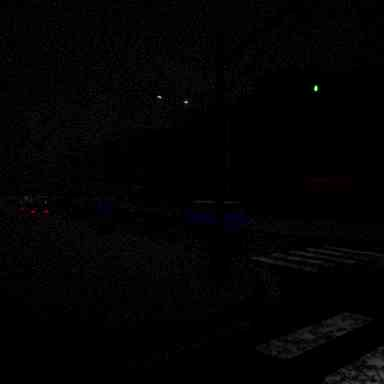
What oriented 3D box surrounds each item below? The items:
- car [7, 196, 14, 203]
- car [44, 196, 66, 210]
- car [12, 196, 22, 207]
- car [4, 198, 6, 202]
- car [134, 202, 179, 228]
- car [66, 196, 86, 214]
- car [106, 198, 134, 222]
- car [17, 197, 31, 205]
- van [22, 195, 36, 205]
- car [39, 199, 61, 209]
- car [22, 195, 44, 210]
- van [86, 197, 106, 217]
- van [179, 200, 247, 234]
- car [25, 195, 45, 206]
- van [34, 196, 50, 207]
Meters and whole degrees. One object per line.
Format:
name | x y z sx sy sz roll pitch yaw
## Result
car | -40.478 1.698 76.264 1.967 1.590 4.097 0 0 -36
car | -18.026 1.449 45.201 2.192 1.841 5.009 0 0 -36
car | -27.104 1.772 53.425 1.895 1.301 4.718 0 0 -36
car | -43.785 1.802 80.839 1.752 1.417 4.829 0 0 -36
car | -1.988 1.488 23.013 1.967 1.590 4.097 0 0 -36
car | -11.611 1.413 36.323 2.192 1.841 5.009 0 0 -36
car | -5.195 1.504 27.451 1.967 1.590 4.097 0 0 -36
car | -34.162 1.749 67.526 1.752 1.417 4.829 0 0 -36
van | -30.856 1.546 62.951 1.690 1.788 3.998 0 0 -36
car | -21.233 1.703 49.638 2.008 1.369 4.403 0 0 -36
car | -21.246 1.490 45.325 2.097 1.767 4.553 0 0 -36
van | -8.403 1.422 31.888 1.690 1.788 3.998 0 0 -36
van | 1.220 1.374 18.576 1.690 1.788 3.998 0 0 -36
car | -27.648 1.502 58.513 2.192 1.841 5.009 0 0 -36
van | -24.441 1.511 54.076 1.690 1.788 3.998 0 0 -36
